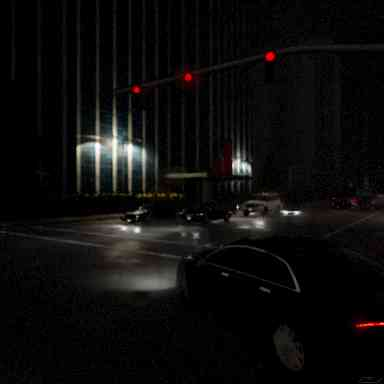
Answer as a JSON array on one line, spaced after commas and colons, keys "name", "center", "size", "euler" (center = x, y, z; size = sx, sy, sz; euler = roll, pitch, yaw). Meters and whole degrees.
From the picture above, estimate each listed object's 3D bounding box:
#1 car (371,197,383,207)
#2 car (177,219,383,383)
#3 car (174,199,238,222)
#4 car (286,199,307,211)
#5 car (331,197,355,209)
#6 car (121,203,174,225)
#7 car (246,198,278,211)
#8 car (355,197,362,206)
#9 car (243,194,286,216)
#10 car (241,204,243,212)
[{"name": "car", "center": [29.102, 1.524, 51.792], "size": [1.812, 1.442, 4.674], "euler": [0, 0, 34]}, {"name": "car", "center": [1.340, 1.506, 5.666], "size": [1.837, 1.490, 4.892], "euler": [-2, 1, -27]}, {"name": "car", "center": [1.172, 1.495, 24.341], "size": [2.128, 1.511, 4.902], "euler": [0, 0, 35]}, {"name": "car", "center": [12.651, 1.566, 40.743], "size": [1.994, 1.385, 4.181], "euler": [0, 0, 35]}, {"name": "car", "center": [20.447, 1.601, 45.479], "size": [1.895, 1.301, 4.718], "euler": [0, 0, 35]}, {"name": "car", "center": [-2.778, 1.552, 24.793], "size": [2.033, 1.411, 5.357], "euler": [0, 0, 35]}, {"name": "car", "center": [8.831, 1.495, 41.394], "size": [2.128, 1.511, 4.902], "euler": [0, 0, 35]}, {"name": "car", "center": [26.165, 1.478, 53.666], "size": [1.882, 1.535, 5.008], "euler": [0, 0, 35]}, {"name": "car", "center": [6.870, 1.224, 32.492], "size": [2.150, 2.045, 5.566], "euler": [0, 0, 35]}, {"name": "car", "center": [2.851, 1.509, 32.851], "size": [1.837, 1.490, 4.892], "euler": [0, 0, 35]}]
